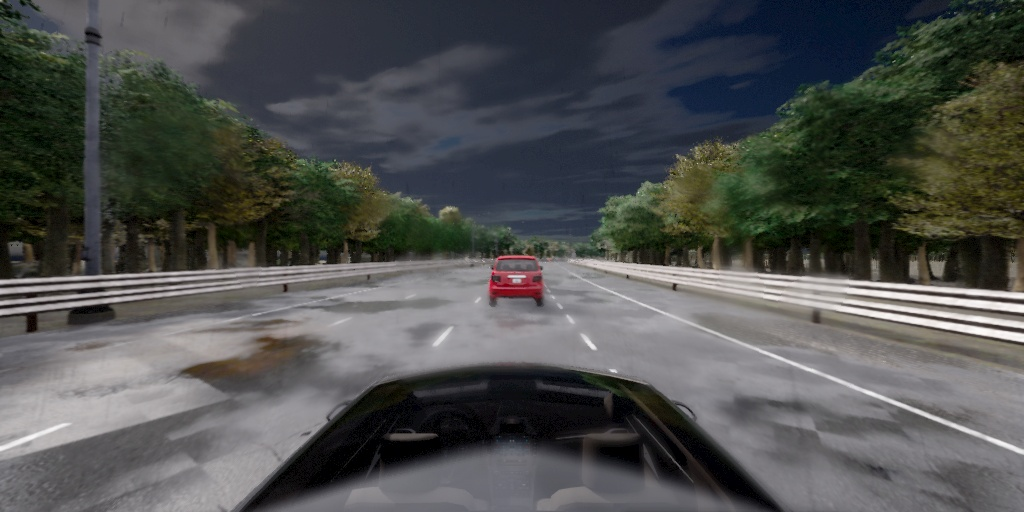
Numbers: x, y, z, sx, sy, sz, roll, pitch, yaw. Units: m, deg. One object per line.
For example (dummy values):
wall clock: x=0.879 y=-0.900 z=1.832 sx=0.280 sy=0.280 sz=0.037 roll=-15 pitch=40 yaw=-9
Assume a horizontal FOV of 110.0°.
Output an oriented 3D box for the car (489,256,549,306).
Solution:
car: x=0.206 y=1.017 z=15.891 sx=2.150 sy=2.045 sz=5.566 roll=0 pitch=0 yaw=1
